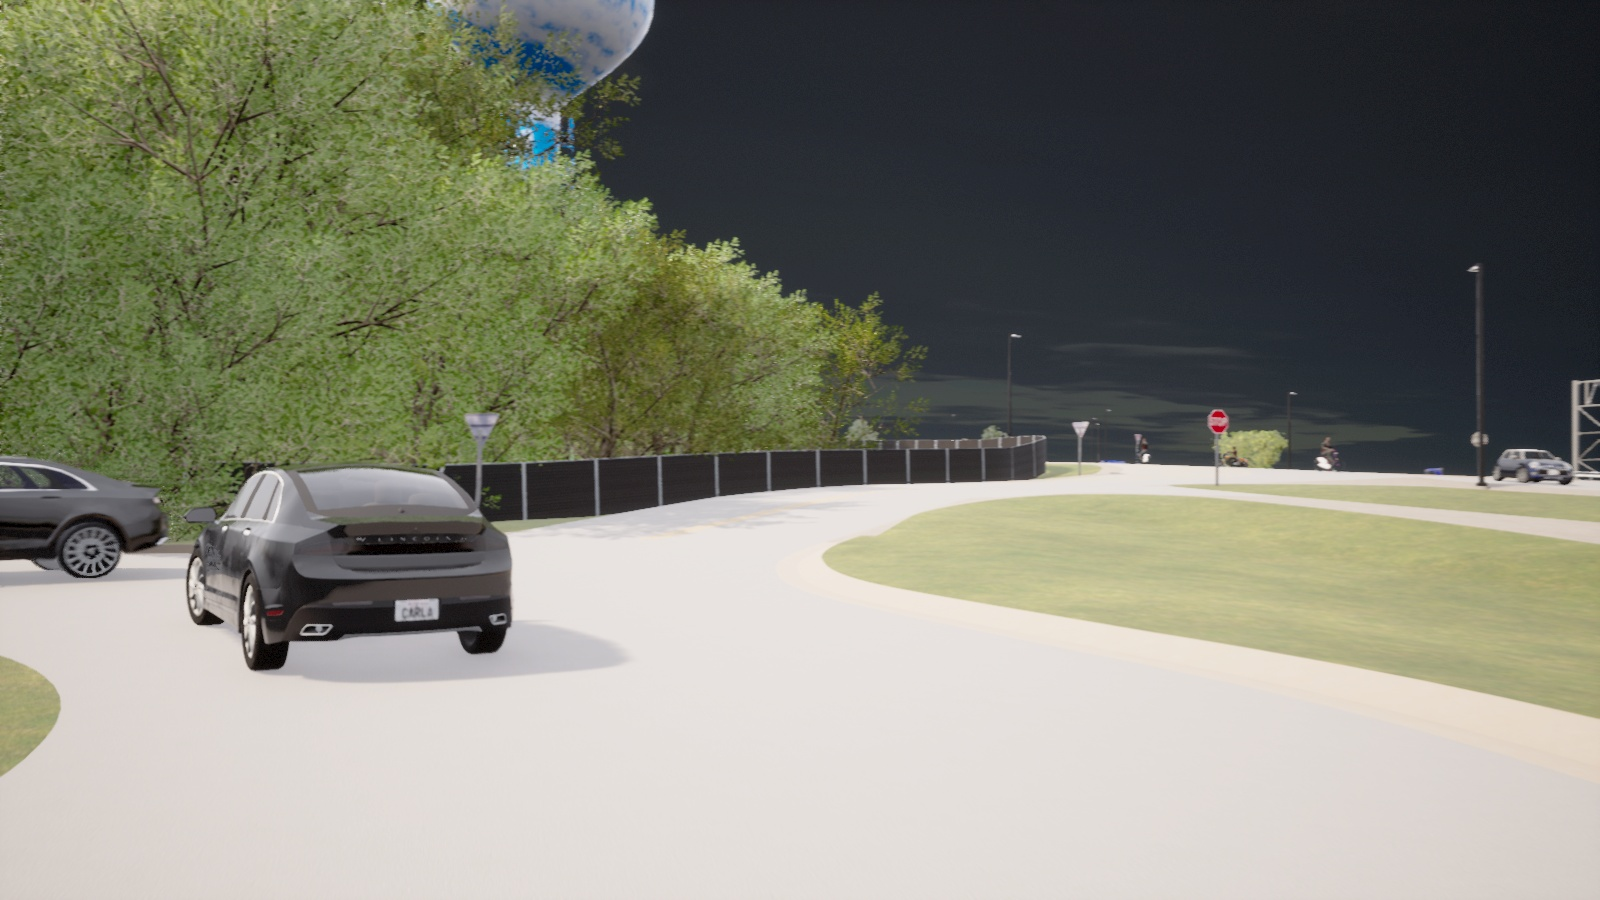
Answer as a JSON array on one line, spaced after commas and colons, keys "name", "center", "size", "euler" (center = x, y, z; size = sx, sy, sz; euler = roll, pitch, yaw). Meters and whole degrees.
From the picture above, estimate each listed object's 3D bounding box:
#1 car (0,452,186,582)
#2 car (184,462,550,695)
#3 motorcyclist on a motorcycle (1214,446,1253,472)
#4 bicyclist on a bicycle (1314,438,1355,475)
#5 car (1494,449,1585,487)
[{"name": "car", "center": [-10.353, 0.762, 15.091], "size": [4.902, 1.511, 2.128], "euler": [2, -1, -43]}, {"name": "car", "center": [-3.910, 0.868, 10.680], "size": [1.837, 1.490, 4.892], "euler": [1, -1, -32]}, {"name": "motorcyclist on a motorcycle", "center": [29.682, 0.610, 86.086], "size": [2.350, 1.649, 0.766], "euler": [2, -1, 36]}, {"name": "bicyclist on a bicycle", "center": [26.630, 0.303, 62.637], "size": [0.659, 1.776, 1.843], "euler": [2, 0, -25]}, {"name": "car", "center": [32.240, 0.742, 54.873], "size": [1.970, 1.475, 3.806], "euler": [3, 1, 5]}]
